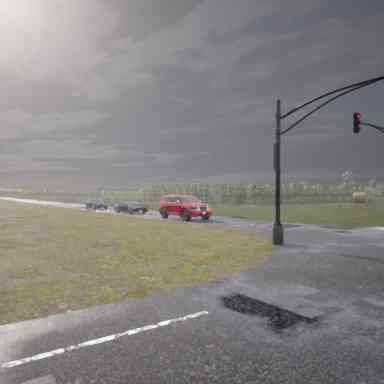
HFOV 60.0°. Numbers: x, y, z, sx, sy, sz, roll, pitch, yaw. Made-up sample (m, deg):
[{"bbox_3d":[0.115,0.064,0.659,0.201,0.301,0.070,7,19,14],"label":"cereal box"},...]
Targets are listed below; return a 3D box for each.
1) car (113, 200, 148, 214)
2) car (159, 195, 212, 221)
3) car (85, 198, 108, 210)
[{"bbox_3d":[-6.727,1.602,36.043,2.033,1.411,5.357,0,0,-36],"label":"car"},{"bbox_3d":[-0.691,1.254,27.741,2.150,2.045,5.566,0,0,-36],"label":"car"},{"bbox_3d":[-12.806,1.579,44.426,1.837,1.490,4.892,0,0,-36],"label":"car"}]
